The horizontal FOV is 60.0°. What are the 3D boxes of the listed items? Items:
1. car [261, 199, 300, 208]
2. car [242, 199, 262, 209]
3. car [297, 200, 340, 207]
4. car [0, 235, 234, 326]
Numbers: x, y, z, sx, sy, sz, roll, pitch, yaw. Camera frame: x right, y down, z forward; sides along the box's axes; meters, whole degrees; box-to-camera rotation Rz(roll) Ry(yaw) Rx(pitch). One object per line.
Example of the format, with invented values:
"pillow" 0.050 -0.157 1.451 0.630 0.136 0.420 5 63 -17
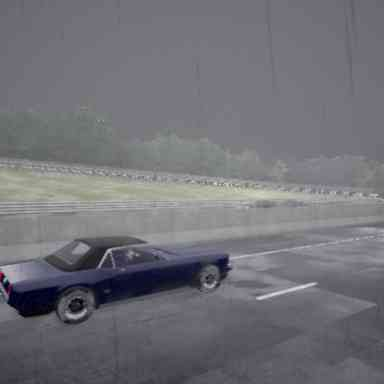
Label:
"car" 9.413 1.490 32.115 4.902 1.511 2.128 0 0 -35
"car" 7.388 1.490 34.969 4.902 1.511 2.128 0 0 -35
"car" 11.864 1.599 29.563 4.718 1.301 1.895 0 0 -35
"car" -1.370 1.601 7.109 4.718 1.301 1.895 0 0 -36
